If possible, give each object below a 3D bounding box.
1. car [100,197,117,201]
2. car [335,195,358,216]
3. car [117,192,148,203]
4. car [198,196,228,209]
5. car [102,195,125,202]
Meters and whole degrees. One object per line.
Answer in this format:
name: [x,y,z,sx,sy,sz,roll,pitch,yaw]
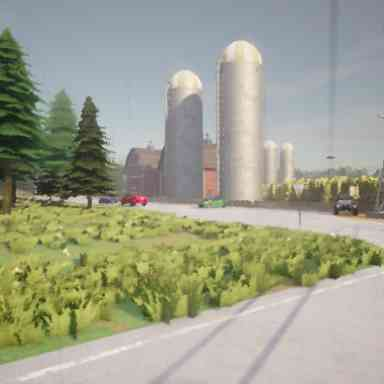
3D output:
car: [-14.475,1.367,57.505,1.812,1.442,4.674,0,0,-35]
car: [14.339,1.191,30.951,1.905,1.878,3.866,0,0,24]
car: [-8.531,1.063,49.085,2.150,2.045,5.566,0,0,-35]
car: [2.756,1.319,43.408,3.988,1.617,1.851,0,0,-36]
car: [-16.557,1.386,70.182,4.181,1.381,1.994,0,0,-36]
